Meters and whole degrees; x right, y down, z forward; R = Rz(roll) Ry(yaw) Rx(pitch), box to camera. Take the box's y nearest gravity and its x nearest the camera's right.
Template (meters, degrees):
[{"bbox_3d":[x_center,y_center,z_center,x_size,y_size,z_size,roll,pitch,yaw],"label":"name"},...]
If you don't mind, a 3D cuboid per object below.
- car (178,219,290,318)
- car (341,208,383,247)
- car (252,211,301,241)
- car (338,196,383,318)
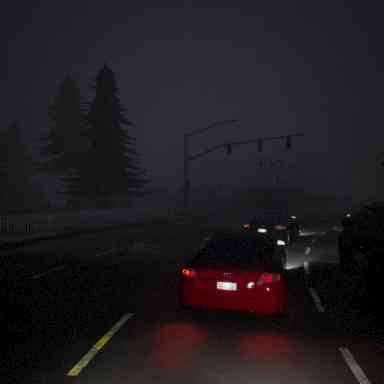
[{"bbox_3d":[1.123,1.564,7.577,1.994,1.385,4.181,0,0,15],"label":"car"},{"bbox_3d":[8.359,1.564,15.812,1.994,1.385,4.181,0,0,28],"label":"car"},{"bbox_3d":[3.780,1.564,15.549,1.994,1.385,4.181,0,0,26],"label":"car"},{"bbox_3d":[4.701,1.221,7.219,2.150,2.045,5.566,0,0,15],"label":"car"}]
